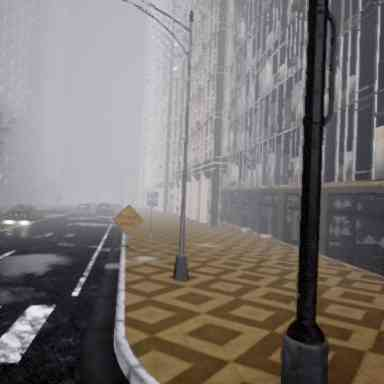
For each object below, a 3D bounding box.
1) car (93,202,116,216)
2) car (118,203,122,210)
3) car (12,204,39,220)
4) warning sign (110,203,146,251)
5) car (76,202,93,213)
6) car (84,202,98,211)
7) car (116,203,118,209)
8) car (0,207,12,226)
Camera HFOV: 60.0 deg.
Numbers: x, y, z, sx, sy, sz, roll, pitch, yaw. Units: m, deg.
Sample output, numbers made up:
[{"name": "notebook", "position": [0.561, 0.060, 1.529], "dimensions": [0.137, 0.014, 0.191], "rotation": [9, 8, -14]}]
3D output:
[{"name": "car", "position": [-11.858, 2.210, 45.310], "dimensions": [2.097, 1.767, 4.553], "rotation": [3, -2, -12]}, {"name": "car", "position": [-15.317, 2.869, 67.613], "dimensions": [1.812, 1.442, 4.674], "rotation": [3, -2, -11]}, {"name": "car", "position": [-15.831, 1.867, 31.231], "dimensions": [1.994, 1.385, 4.181], "rotation": [3, -2, -11]}, {"name": "warning sign", "position": [-2.699, 1.454, 14.041], "dimensions": [1.300, 1.860, 1.060], "rotation": [4, -1, -11]}, {"name": "car", "position": [-16.050, 2.304, 49.638], "dimensions": [2.128, 1.511, 4.902], "rotation": [3, -2, -11]}, {"name": "car", "position": [-18.035, 2.532, 59.413], "dimensions": [1.812, 1.442, 4.674], "rotation": [3, -2, -10]}, {"name": "car", "position": [-13.870, 2.603, 55.205], "dimensions": [2.033, 1.411, 5.357], "rotation": [3, -2, -11]}, {"name": "car", "position": [-13.874, 1.653, 21.505], "dimensions": [2.033, 1.411, 5.357], "rotation": [3, -2, -11]}]
